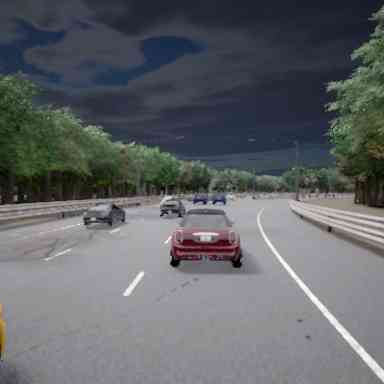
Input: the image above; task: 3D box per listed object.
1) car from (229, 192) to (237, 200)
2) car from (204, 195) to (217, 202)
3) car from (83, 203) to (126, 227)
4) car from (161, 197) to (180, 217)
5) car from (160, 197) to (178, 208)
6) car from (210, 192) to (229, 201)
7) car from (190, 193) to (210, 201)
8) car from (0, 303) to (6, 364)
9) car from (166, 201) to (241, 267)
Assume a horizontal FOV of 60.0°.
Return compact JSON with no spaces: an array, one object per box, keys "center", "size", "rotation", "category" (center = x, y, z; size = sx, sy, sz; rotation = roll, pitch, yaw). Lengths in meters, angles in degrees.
[{"center":[9.511,1.083,84.756],"size":[2.150,2.045,5.566],"rotation":[0,0,12],"category":"car"},{"center":[4.280,1.402,76.350],"size":[2.128,1.511,4.902],"rotation":[0,0,11],"category":"car"},{"center":[-5.892,1.510,22.751],"size":[1.812,1.442,4.674],"rotation":[0,0,4],"category":"car"},{"center":[-1.726,1.492,31.047],"size":[1.837,1.490,4.892],"rotation":[0,-1,5],"category":"car"},{"center":[-3.380,1.457,49.489],"size":[1.812,1.442,4.674],"rotation":[0,0,7],"category":"car"},{"center":[5.023,1.150,59.700],"size":[2.150,2.045,5.566],"rotation":[0,0,9],"category":"car"},{"center":[1.628,1.140,59.986],"size":[2.150,2.045,5.566],"rotation":[0,0,9],"category":"car"},{"center":[-3.204,1.470,2.020],"size":[1.882,1.535,5.008],"rotation":[0,0,1],"category":"car"},{"center":[0.482,1.354,11.668],"size":[2.097,1.767,4.553],"rotation":[0,0,2],"category":"car"}]
